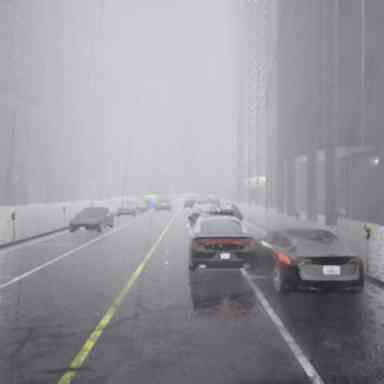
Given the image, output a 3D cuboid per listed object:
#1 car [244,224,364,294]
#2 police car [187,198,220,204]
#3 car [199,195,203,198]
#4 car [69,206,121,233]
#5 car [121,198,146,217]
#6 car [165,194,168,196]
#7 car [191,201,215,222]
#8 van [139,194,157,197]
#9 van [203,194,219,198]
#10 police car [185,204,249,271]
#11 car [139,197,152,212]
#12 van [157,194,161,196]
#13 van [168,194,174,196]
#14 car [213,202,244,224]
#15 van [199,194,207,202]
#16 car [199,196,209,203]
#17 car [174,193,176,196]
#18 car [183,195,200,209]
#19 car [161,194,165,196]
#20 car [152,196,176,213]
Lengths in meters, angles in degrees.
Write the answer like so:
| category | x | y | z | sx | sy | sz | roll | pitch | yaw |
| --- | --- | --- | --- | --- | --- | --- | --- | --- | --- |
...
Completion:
| category | x | y | z | sx | sy | sz | roll | pitch | yaw |
| --- | --- | --- | --- | --- | --- | --- | --- | --- | --- |
| car | 2.732 | 1.571 | 8.602 | 1.947 | 1.339 | 4.313 | 0 | 0 | 0 |
| police car | 0.829 | 1.436 | 21.090 | 1.930 | 1.638 | 5.238 | 0 | 0 | 0 |
| car | 2.556 | 1.612 | 59.368 | 1.802 | 1.307 | 4.206 | 0 | 0 | 0 |
| car | -5.832 | 1.575 | 19.849 | 1.947 | 1.339 | 4.313 | 0 | 0 | 0 |
| car | -5.871 | 1.566 | 31.130 | 2.008 | 1.369 | 4.403 | 0 | 0 | 0 |
| car | -5.971 | 1.344 | 59.334 | 2.192 | 1.841 | 5.009 | 0 | 0 | 0 |
| car | 0.809 | 1.540 | 26.980 | 1.812 | 1.442 | 4.674 | 0 | 0 | 0 |
| van | -5.912 | 1.362 | 42.411 | 1.690 | 1.788 | 3.998 | 0 | 0 | 0 |
| van | 2.614 | 1.363 | 42.446 | 1.690 | 1.788 | 3.998 | 0 | 0 | 0 |
| police car | 0.807 | 1.431 | 11.081 | 1.930 | 1.638 | 5.238 | 0 | 0 | -1 |
| car | -5.891 | 1.543 | 36.601 | 1.752 | 1.417 | 4.829 | 0 | 0 | 0 |
| van | -5.931 | 1.365 | 48.052 | 1.690 | 1.788 | 3.998 | 0 | 0 | 0 |
| van | -6.049 | 1.379 | 81.898 | 1.690 | 1.788 | 3.998 | 0 | 0 | 0 |
| car | 2.673 | 1.558 | 25.524 | 1.887 | 1.381 | 4.507 | 0 | 0 | 0 |
| van | 2.496 | 1.378 | 76.290 | 1.690 | 1.788 | 3.998 | 0 | 0 | 0 |
| car | 2.516 | 1.601 | 70.649 | 1.947 | 1.339 | 4.313 | 0 | 0 | 0 |
| car | -6.068 | 1.585 | 87.539 | 1.887 | 1.381 | 4.507 | 0 | 0 | 0 |
| car | -0.140 | 1.526 | 46.413 | 1.837 | 1.490 | 4.892 | 0 | -1 | 0 |
| car | -5.951 | 1.466 | 53.693 | 1.967 | 1.590 | 4.097 | 0 | 0 | 0 |
| car | -3.216 | 1.524 | 38.051 | 1.837 | 1.490 | 4.892 | 0 | 0 | 0 |
